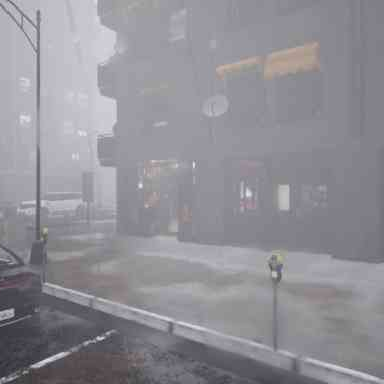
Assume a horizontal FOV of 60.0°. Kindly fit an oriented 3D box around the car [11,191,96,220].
[{"bbox_3d":[-10.741,0.994,26.274,2.150,2.045,5.566,0,1,35],"label":"car"}]

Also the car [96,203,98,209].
[{"bbox_3d":[-10.889,1.250,30.549,1.752,1.417,4.829,1,1,35],"label":"car"}]

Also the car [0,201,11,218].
[{"bbox_3d":[-13.991,1.350,26.132,2.008,1.369,4.403,1,1,35],"label":"car"}]

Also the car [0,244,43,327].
[{"bbox_3d":[-4.485,1.551,6.095,4.403,1.369,2.008,0,0,36],"label":"car"}]
